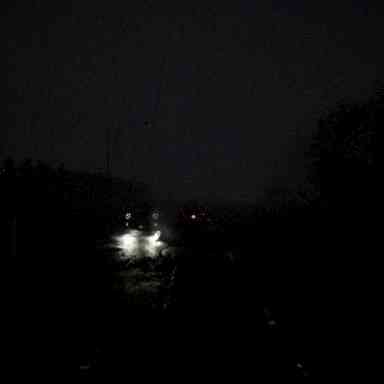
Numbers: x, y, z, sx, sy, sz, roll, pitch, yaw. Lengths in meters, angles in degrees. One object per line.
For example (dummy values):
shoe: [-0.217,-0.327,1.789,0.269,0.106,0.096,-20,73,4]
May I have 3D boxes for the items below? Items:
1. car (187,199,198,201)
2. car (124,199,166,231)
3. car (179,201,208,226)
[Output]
car: [0.096,1.576,42.200,2.033,1.411,5.357,0,0,0]
car: [-2.843,1.363,20.765,2.097,1.767,4.553,0,0,0]
car: [0.097,1.577,23.631,1.994,1.385,4.181,0,0,0]
